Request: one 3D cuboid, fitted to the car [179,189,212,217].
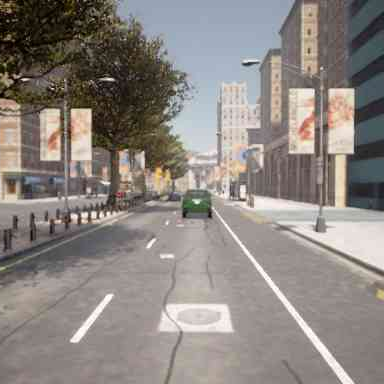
[{"bbox_3d":[0.394,0.780,25.724,2.150,2.045,5.566,0,1,1],"label":"car"}]

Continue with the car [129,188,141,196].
[{"bbox_3d":[-14.039,-0.048,81.760,2.097,1.767,4.553,0,1,1],"label":"car"}]

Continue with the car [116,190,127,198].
[{"bbox_3d":[-14.243,0.345,65.913,1.882,1.535,5.008,0,1,1],"label":"car"}]

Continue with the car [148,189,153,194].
[{"bbox_3d":[-10.539,0.124,81.714,2.128,1.511,4.902,0,1,1],"label":"car"}]

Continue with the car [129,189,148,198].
[{"bbox_3d":[-10.741,0.415,65.892,2.033,1.411,5.357,0,1,1],"label":"car"}]

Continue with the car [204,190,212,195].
[{"bbox_3d":[4.310,0.057,89.974,1.895,1.301,4.718,0,1,1],"label":"car"}]

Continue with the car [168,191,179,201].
[{"bbox_3d":[-2.783,0.603,53.815,1.812,1.442,4.674,0,1,1],"label":"car"}]
